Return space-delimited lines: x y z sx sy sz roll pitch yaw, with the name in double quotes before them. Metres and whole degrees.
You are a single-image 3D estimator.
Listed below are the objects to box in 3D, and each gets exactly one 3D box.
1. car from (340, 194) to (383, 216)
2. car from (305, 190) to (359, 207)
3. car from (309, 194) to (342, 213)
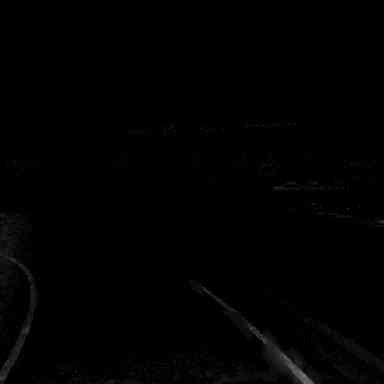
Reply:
"car" 15.343 1.138 27.715 4.892 1.490 1.837 -1 0 -4
"car" 14.688 0.811 34.684 5.566 2.045 2.150 -1 0 -4
"car" 14.251 1.167 31.144 5.357 1.411 2.033 -1 0 -4
